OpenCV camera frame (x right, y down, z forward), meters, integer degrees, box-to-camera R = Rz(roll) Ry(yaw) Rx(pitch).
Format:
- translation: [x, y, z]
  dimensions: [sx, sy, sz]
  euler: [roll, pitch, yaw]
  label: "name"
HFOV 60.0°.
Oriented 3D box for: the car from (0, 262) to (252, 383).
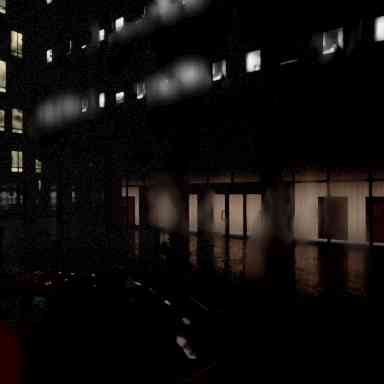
- translation: [-1.523, 1.545, 3.985]
  dimensions: [4.507, 1.381, 1.887]
  euler: [0, 0, 36]
  label: "car"
